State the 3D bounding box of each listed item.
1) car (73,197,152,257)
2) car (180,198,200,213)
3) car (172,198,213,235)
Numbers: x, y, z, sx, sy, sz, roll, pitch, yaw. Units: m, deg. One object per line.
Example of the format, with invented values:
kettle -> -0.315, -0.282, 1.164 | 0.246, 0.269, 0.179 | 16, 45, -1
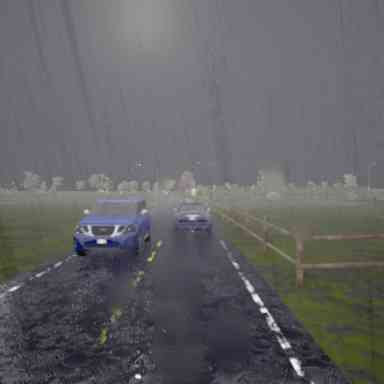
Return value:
car -> -2.898, 1.222, 13.386 | 2.150, 2.045, 5.566 | 0, 0, 0
car -> -0.241, 1.481, 37.288 | 2.128, 1.511, 4.902 | 0, 0, -1
car -> 0.004, 1.350, 18.852 | 2.097, 1.767, 4.553 | 0, 0, 0
